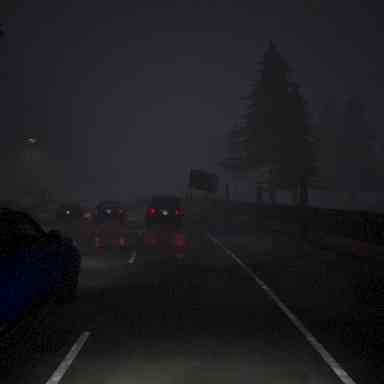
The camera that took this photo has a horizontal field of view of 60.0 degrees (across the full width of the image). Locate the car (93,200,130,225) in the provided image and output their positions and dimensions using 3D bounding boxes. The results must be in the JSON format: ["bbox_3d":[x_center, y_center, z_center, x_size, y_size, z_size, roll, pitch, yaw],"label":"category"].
[{"bbox_3d":[-5.904,1.360,24.372,2.097,1.767,4.553,-1,0,-8],"label":"car"}]

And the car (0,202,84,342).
[{"bbox_3d":[-3.464,1.226,4.932,2.150,2.045,5.566,0,0,-2],"label":"car"}]

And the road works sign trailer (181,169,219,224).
[{"bbox_3d":[0.819,0.304,23.452,2.380,3.560,2.880,12,-6,-30],"label":"road works sign trailer"}]

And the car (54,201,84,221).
[{"bbox_3d":[-10.378,1.577,28.398,1.994,1.385,4.181,0,0,-14],"label":"car"}]

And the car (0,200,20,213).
[{"bbox_3d":[-21.276,1.621,38.556,1.895,1.301,4.718,0,0,-23],"label":"car"}]

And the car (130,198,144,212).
[{"bbox_3d":[-6.477,1.496,39.301,1.882,1.535,5.008,0,0,-18],"label":"car"}]

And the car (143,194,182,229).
[{"bbox_3d":[-1.913,1.140,22.015,2.150,2.045,5.566,4,4,-7],"label":"car"}]

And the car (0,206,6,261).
[{"bbox_3d":[-7.179,1.356,8.838,2.097,1.767,4.553,0,0,-3],"label":"car"}]
